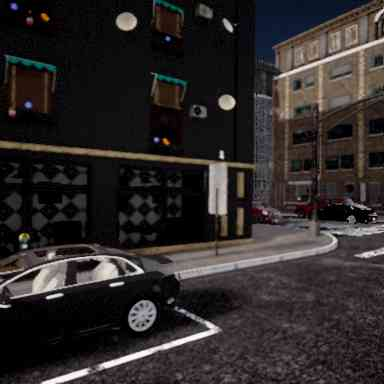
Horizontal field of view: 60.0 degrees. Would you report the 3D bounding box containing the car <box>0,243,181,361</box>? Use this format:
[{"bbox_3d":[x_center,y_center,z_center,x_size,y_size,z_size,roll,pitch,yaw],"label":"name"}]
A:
[{"bbox_3d":[-2.246,1.549,5.099,4.403,1.369,2.008,0,1,-35],"label":"car"}]

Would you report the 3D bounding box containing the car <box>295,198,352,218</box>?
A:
[{"bbox_3d":[11.182,1.375,28.093,2.192,1.841,5.009,1,-1,-35],"label":"car"}]

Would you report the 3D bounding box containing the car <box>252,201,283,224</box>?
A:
[{"bbox_3d":[4.348,1.355,23.241,1.967,1.590,4.097,1,-1,-35],"label":"car"}]

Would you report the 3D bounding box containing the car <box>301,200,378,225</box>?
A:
[{"bbox_3d":[10.711,1.552,24.108,1.837,1.490,4.892,1,-1,-35],"label":"car"}]
